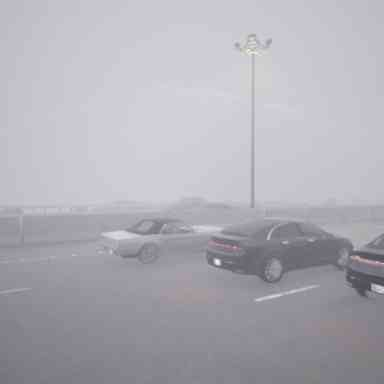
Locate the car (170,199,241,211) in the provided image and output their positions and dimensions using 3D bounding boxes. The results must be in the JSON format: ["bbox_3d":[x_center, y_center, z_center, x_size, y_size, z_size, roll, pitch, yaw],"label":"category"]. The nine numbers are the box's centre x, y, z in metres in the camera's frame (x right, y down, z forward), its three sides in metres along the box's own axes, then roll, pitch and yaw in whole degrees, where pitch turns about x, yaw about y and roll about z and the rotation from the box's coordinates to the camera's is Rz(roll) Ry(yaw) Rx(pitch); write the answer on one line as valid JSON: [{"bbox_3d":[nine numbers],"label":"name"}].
[{"bbox_3d":[1.348,1.502,25.392,5.357,1.411,2.033,0,0,-30],"label":"car"}]

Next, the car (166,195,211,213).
[{"bbox_3d":[-0.381,1.281,36.378,4.553,1.767,2.097,0,0,-28],"label":"car"}]

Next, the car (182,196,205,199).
[{"bbox_3d":[-0.234,1.429,32.471,4.902,1.511,2.128,0,0,-29],"label":"car"}]

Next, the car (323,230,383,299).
[{"bbox_3d":[5.344,1.493,7.129,4.902,1.511,2.128,0,0,-32],"label":"car"}]

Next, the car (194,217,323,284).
[{"bbox_3d":[2.678,1.494,9.579,4.892,1.490,1.837,0,0,-33],"label":"car"}]

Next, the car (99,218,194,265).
[{"bbox_3d":[-0.668,1.576,11.622,4.718,1.301,1.895,0,0,-33],"label":"car"}]

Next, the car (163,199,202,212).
[{"bbox_3d":[-0.162,1.545,28.526,4.718,1.301,1.895,0,0,-30],"label":"car"}]
